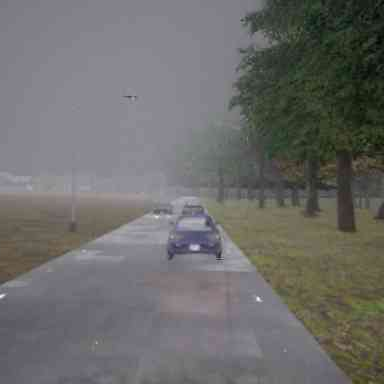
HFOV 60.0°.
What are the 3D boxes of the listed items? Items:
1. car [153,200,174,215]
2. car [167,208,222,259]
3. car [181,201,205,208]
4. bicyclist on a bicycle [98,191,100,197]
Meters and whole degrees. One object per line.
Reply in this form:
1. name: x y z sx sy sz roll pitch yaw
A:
1. car: -2.858 1.571 34.175 2.033 1.411 5.357 0 0 0
2. car: 0.090 1.547 12.567 1.812 1.442 4.674 0 0 0
3. car: 0.087 1.519 28.763 2.128 1.511 4.902 0 0 0
4. bicyclist on a bicycle: -22.663 0.438 80.957 0.582 1.620 1.656 2 0 0
